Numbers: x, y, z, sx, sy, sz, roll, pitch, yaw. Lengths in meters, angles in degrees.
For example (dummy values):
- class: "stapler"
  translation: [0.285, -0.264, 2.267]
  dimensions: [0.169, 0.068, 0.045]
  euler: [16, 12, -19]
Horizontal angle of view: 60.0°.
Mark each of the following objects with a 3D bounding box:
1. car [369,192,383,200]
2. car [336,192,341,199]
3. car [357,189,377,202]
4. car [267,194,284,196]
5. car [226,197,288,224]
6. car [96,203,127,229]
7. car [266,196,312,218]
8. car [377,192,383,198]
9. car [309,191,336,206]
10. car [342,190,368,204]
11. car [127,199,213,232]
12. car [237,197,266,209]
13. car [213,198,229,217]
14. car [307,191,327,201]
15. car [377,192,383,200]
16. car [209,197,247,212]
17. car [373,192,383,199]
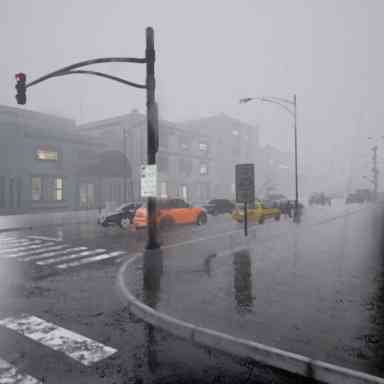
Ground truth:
- class: "car"
  translation: [36.803, 0.770, 66.465]
  dimensions: [1.947, 1.339, 4.313]
  euler: [-1, 0, 36]
- class: "car"
  translation: [30.026, 0.935, 71.392]
  dimensions: [1.802, 1.307, 4.206]
  euler: [-1, 0, 36]
- class: "car"
  translation: [26.940, 0.576, 52.201]
  dimensions: [2.150, 2.045, 5.566]
  euler: [-1, 0, 36]
- class: "car"
  translation: [9.478, 1.016, 38.689]
  dimensions: [2.097, 1.767, 4.553]
  euler: [-1, 0, 36]
- class: "car"
  translation: [4.384, 1.242, 21.839]
  dimensions: [1.752, 1.417, 4.829]
  euler: [-1, 0, 36]
- class: "car"
  translation: [-3.651, 1.378, 20.641]
  dimensions: [1.837, 1.490, 4.892]
  euler: [-1, 0, 36]
- class: "car"
  translation: [7.536, 1.217, 26.178]
  dimensions: [2.008, 1.369, 4.403]
  euler: [-1, 0, 36]
- class: "car"
  translation: [43.133, 0.652, 75.166]
  dimensions: [1.887, 1.381, 4.507]
  euler: [-1, 0, 36]
- class: "car"
  translation: [16.709, 1.025, 43.307]
  dimensions: [2.128, 1.511, 4.902]
  euler: [-1, 0, 37]
- class: "car"
  translation: [22.845, 0.924, 46.490]
  dimensions: [1.837, 1.490, 4.892]
  euler: [-1, 0, 36]
- class: "car"
  translation: [-1.091, 1.168, 18.801]
  dimensions: [2.097, 1.767, 4.553]
  euler: [-1, 0, 37]
- class: "car"
  translation: [7.264, 1.293, 40.058]
  dimensions: [1.802, 1.307, 4.206]
  euler: [-1, 0, 36]
- class: "car"
  translation: [2.125, 1.306, 28.574]
  dimensions: [1.812, 1.442, 4.674]
  euler: [-1, 0, 36]
- class: "car"
  translation: [23.519, 0.768, 62.439]
  dimensions: [2.192, 1.841, 5.009]
  euler: [-1, 0, 36]
- class: "car"
  translation: [33.549, 0.570, 61.988]
  dimensions: [2.192, 1.841, 5.009]
  euler: [-1, 0, 36]
- class: "car"
  translation: [3.911, 1.289, 35.443]
  dimensions: [1.752, 1.417, 4.829]
  euler: [-1, 0, 36]
- class: "car"
  translation: [40.055, 0.720, 70.942]
  dimensions: [1.947, 1.339, 4.313]
  euler: [-1, 0, 36]
